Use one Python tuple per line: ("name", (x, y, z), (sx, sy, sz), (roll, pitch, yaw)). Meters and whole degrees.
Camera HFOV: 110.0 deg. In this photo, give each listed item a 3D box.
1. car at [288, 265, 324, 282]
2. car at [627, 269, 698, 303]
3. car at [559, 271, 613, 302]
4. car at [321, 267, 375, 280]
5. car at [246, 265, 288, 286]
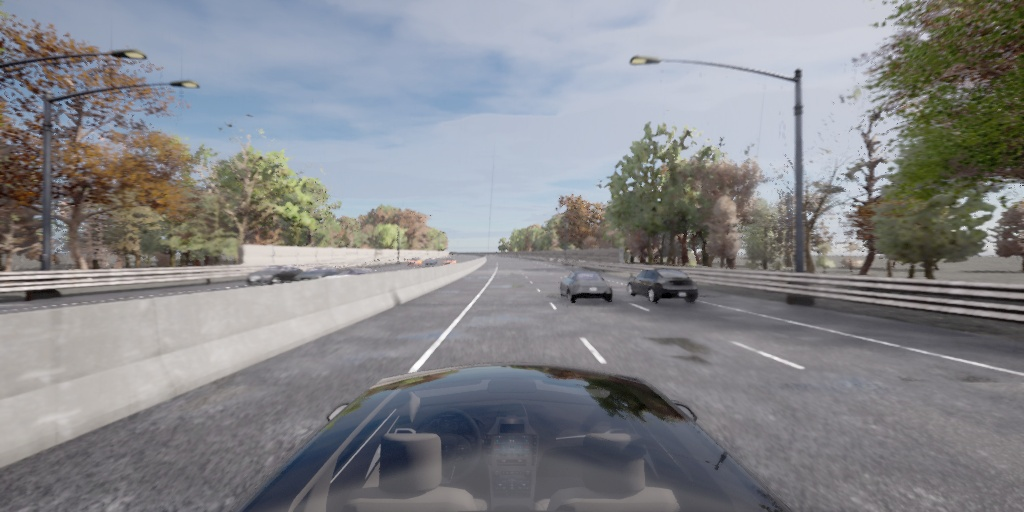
("car", (-14.213, 1.489, 26.655), (1.994, 1.385, 4.181), (0, 0, -1))
("car", (7.060, 1.371, 17.281), (1.837, 1.490, 4.892), (0, 0, 0))
("car", (3.556, 1.434, 17.782), (1.994, 1.385, 4.181), (0, 0, 0))
("car", (-10.694, 1.515, 24.509), (1.895, 1.301, 4.718), (0, 0, -1))
("car", (-17.717, 1.418, 27.062), (2.128, 1.511, 4.902), (0, 0, -1))
